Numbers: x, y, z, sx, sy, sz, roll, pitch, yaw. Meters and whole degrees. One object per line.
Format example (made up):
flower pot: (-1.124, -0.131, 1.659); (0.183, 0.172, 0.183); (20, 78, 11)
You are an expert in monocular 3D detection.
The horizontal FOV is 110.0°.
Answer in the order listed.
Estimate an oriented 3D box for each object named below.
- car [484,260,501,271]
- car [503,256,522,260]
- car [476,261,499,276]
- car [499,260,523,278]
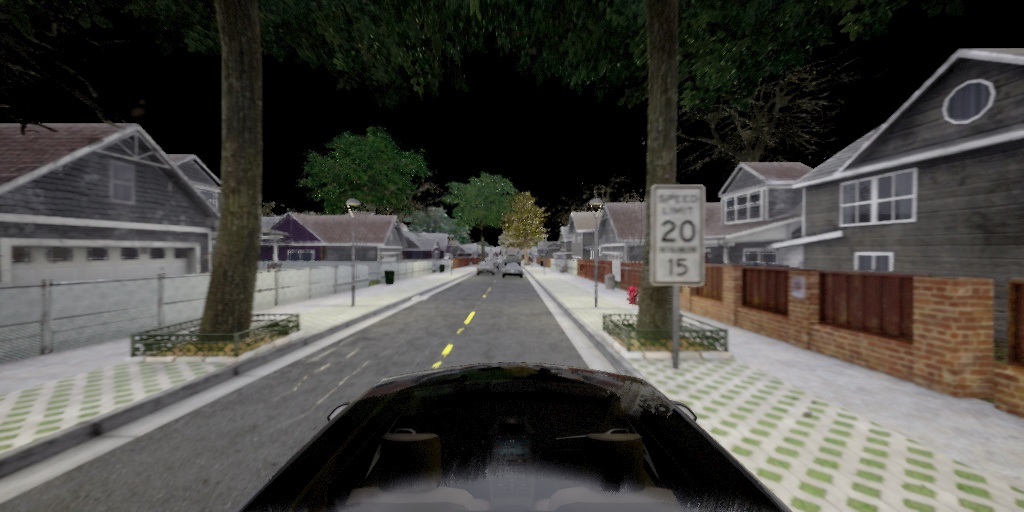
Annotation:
car: (-2.694, 1.369, 50.949); (2.033, 1.411, 5.357); (0, 0, 0)
car: (0.072, 0.988, 45.979); (2.150, 2.045, 5.566); (0, 0, 0)
car: (-2.709, 1.259, 38.144); (1.837, 1.490, 4.892); (0, 0, 0)
car: (0.043, 1.316, 33.955); (1.994, 1.385, 4.181); (0, 0, 0)
